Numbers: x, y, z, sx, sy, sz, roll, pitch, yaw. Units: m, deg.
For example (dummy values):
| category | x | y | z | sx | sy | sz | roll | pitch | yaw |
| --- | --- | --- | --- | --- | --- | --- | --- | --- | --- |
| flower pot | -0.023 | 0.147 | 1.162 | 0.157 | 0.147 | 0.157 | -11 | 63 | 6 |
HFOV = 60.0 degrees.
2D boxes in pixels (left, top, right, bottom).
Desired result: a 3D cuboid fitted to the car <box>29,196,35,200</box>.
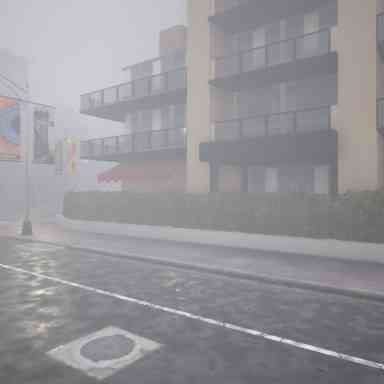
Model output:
| category | x | y | z | sx | sy | sz | roll | pitch | yaw |
| --- | --- | --- | --- | --- | --- | --- | --- | --- | --- |
| car | -36.054 | 1.481 | 72.144 | 4.892 | 1.521 | 2.231 | 0 | 0 | 36 |
